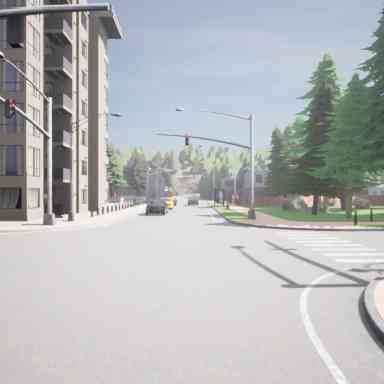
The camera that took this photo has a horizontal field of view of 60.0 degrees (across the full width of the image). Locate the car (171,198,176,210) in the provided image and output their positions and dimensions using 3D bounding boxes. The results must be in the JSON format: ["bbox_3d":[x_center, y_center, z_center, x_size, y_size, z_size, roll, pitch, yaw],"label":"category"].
[{"bbox_3d":[-3.447,1.478,43.469,1.882,1.535,5.008,0,0,0],"label":"car"}]

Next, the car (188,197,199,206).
[{"bbox_3d":[0.185,1.547,55.689,2.033,1.411,5.357,0,0,0],"label":"car"}]

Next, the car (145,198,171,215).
[{"bbox_3d":[-3.489,1.478,33.508,1.882,1.535,5.008,0,0,0],"label":"car"}]
